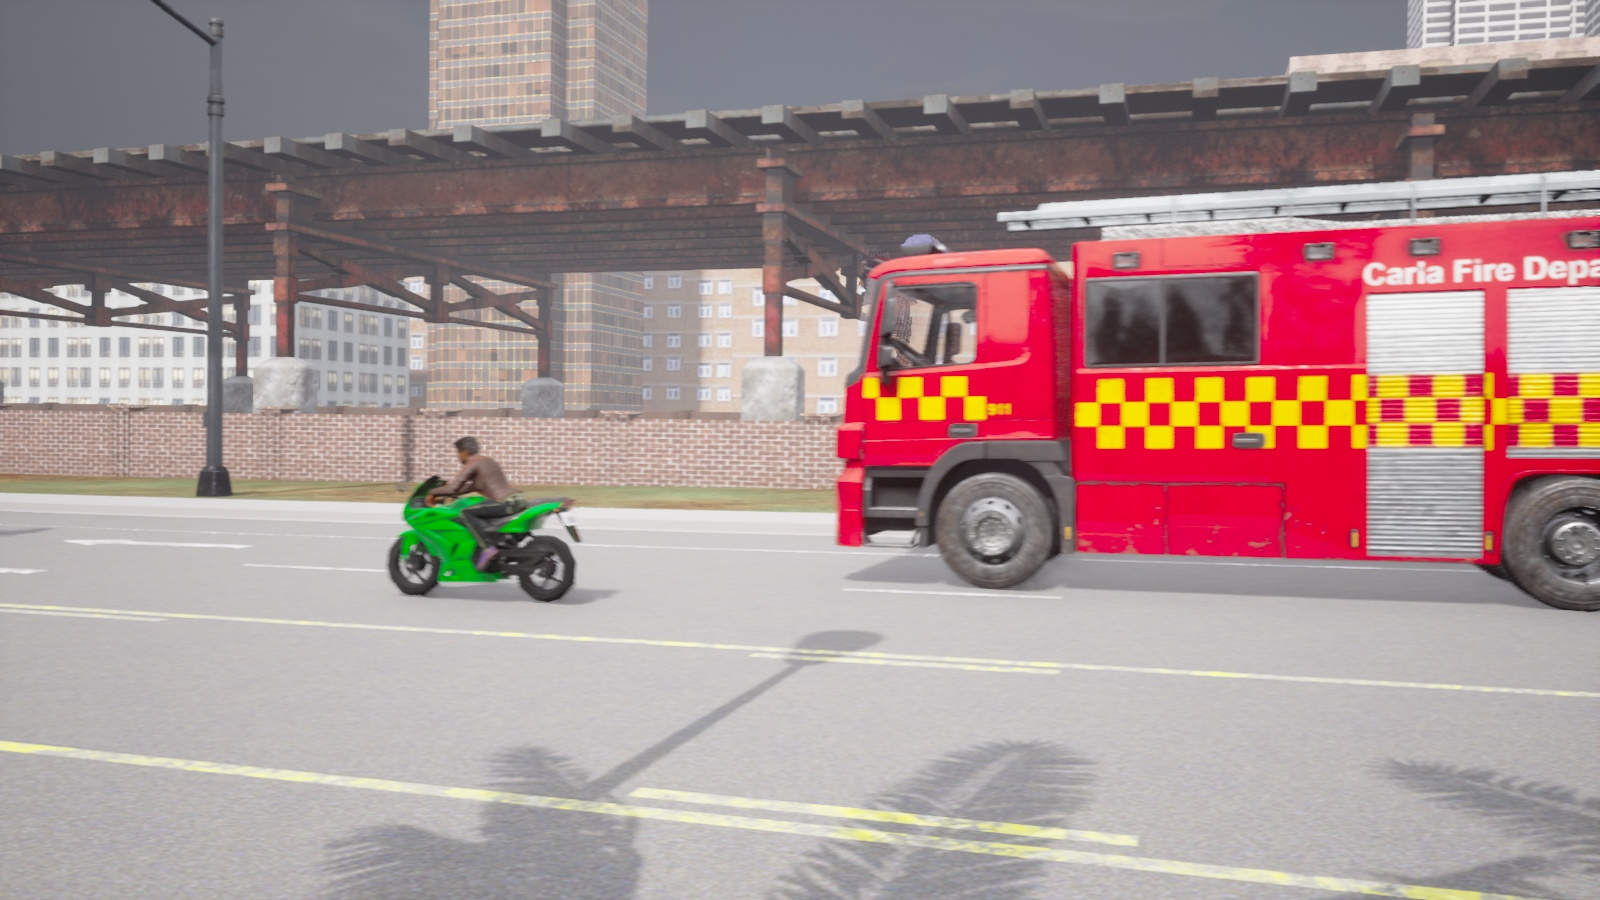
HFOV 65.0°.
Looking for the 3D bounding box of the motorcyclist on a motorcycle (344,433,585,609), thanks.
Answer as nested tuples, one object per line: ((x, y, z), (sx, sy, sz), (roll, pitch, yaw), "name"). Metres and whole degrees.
((-3.100, 0.607, 11.620), (2.044, 1.523, 0.797), (1, 1, 19), "motorcyclist on a motorcycle")

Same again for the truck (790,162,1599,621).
((4.383, -0.527, 12.777), (8.468, 3.827, 2.891), (1, 1, 19), "truck")
